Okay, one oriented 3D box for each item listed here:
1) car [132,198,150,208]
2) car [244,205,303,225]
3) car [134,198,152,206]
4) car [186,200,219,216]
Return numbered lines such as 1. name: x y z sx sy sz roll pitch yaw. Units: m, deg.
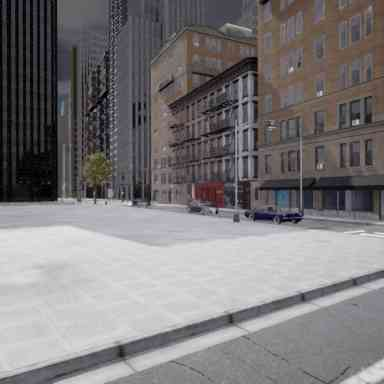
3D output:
1. car: -8.456 1.767 54.473 2.128 1.511 4.902 0 0 -26
2. car: 6.019 1.687 24.957 1.895 1.301 4.718 0 0 -26
3. car: -9.235 1.815 61.944 1.837 1.490 4.892 0 -1 -27
4. car: 1.067 1.633 34.987 2.128 1.511 4.902 0 0 -26
